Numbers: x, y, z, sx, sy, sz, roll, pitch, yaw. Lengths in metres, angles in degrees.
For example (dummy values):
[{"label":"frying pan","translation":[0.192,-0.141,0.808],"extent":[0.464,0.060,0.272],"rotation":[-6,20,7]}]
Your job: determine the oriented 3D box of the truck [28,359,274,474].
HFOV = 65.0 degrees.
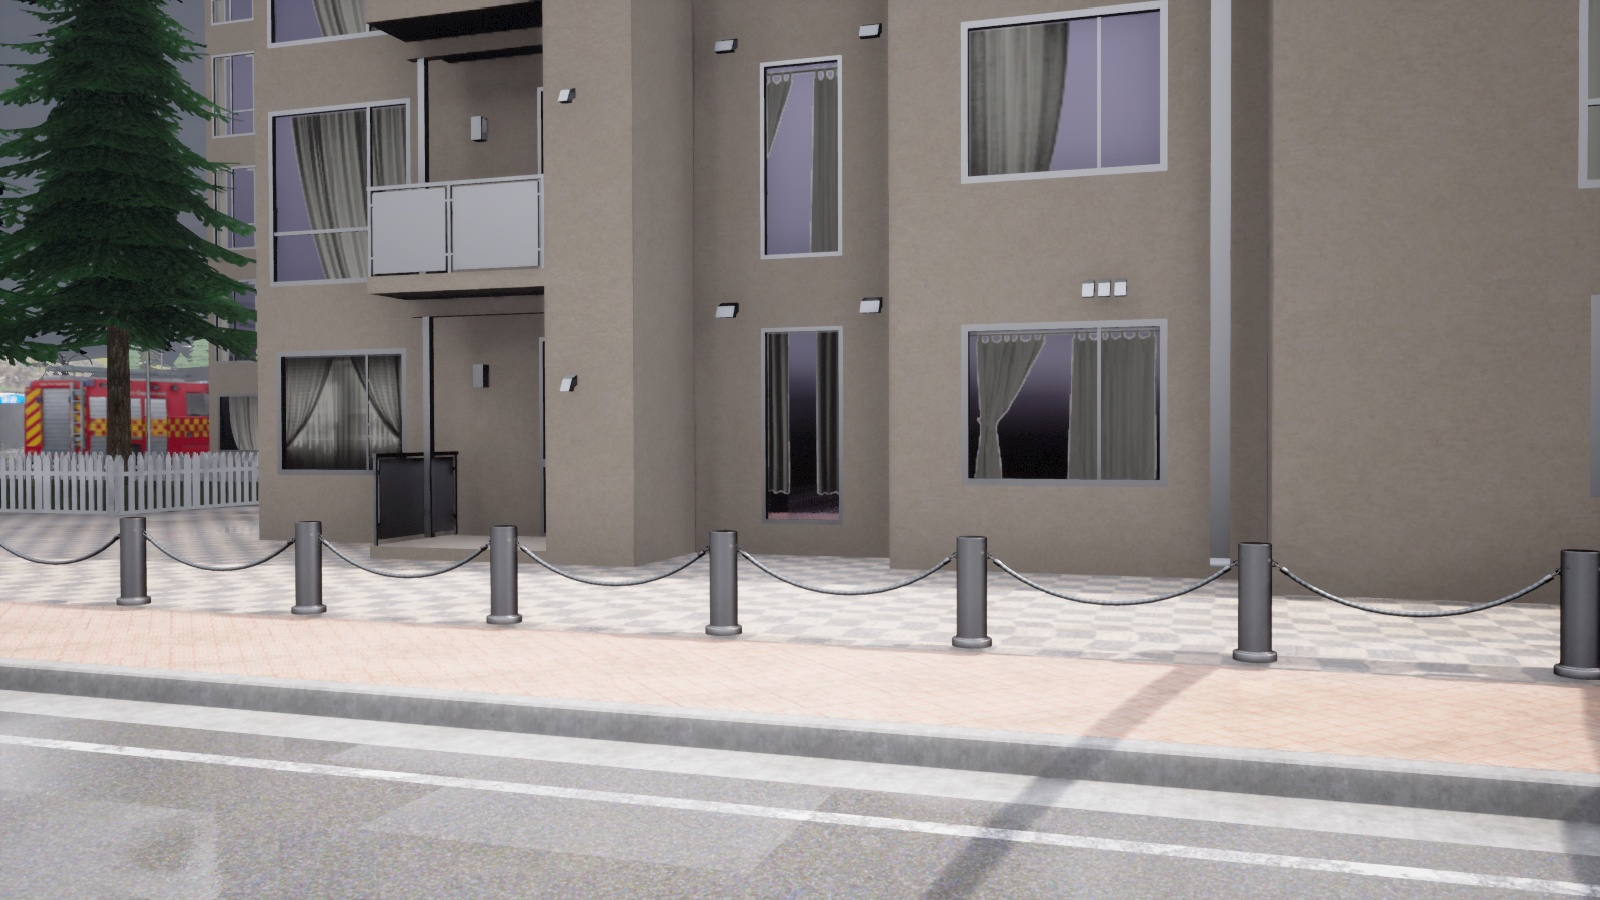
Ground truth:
[{"label":"truck","translation":[-23.610,-1.185,46.385],"extent":[2.891,3.827,8.468],"rotation":[1,1,18]}]
